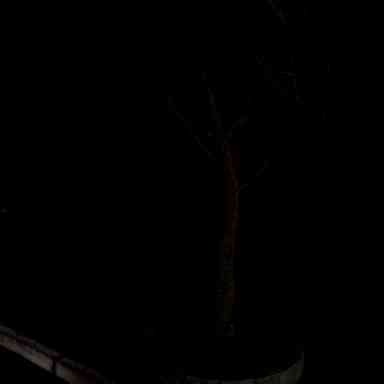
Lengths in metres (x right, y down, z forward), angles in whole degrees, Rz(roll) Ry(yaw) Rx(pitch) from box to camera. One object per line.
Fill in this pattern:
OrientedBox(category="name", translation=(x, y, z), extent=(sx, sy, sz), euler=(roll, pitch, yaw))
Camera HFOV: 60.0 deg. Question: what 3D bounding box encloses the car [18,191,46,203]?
OrientedBox(category="car", translation=(-20.034, 0.912, 40.728), extent=(2.150, 2.045, 5.566), euler=(1, 0, 32))
